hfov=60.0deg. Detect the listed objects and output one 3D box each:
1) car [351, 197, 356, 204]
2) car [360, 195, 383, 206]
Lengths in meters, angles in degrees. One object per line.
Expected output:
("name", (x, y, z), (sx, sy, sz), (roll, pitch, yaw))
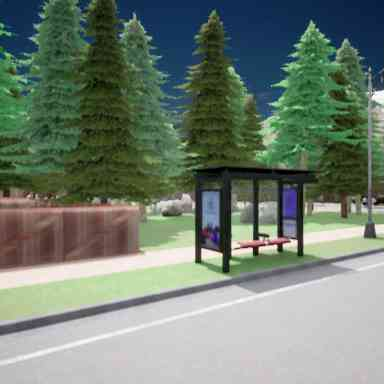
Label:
("car", (25.780, 1.121, 51.767), (3.866, 1.878, 1.905), (0, 0, -37))
("car", (27.598, 1.119, 49.988), (4.605, 1.855, 1.932), (0, 0, -37))
